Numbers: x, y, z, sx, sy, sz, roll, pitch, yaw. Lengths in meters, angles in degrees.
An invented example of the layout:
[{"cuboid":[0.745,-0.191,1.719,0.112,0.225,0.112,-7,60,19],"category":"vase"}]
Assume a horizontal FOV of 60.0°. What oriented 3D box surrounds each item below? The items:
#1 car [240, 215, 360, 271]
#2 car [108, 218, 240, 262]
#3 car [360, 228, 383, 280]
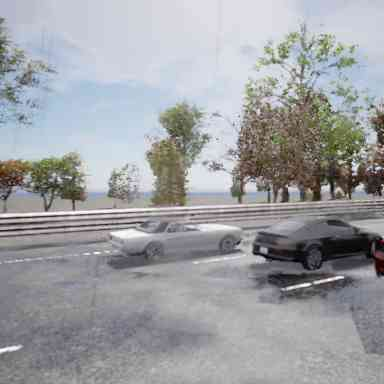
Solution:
[{"cuboid":[4.007,1.438,10.455,4.674,1.442,1.812,-1,0,-30],"category":"car"},{"cuboid":[-0.460,1.569,11.944,4.718,1.301,1.895,-1,0,-30],"category":"car"},{"cuboid":[6.433,1.364,7.807,5.008,1.535,1.882,-1,0,-30],"category":"car"}]
